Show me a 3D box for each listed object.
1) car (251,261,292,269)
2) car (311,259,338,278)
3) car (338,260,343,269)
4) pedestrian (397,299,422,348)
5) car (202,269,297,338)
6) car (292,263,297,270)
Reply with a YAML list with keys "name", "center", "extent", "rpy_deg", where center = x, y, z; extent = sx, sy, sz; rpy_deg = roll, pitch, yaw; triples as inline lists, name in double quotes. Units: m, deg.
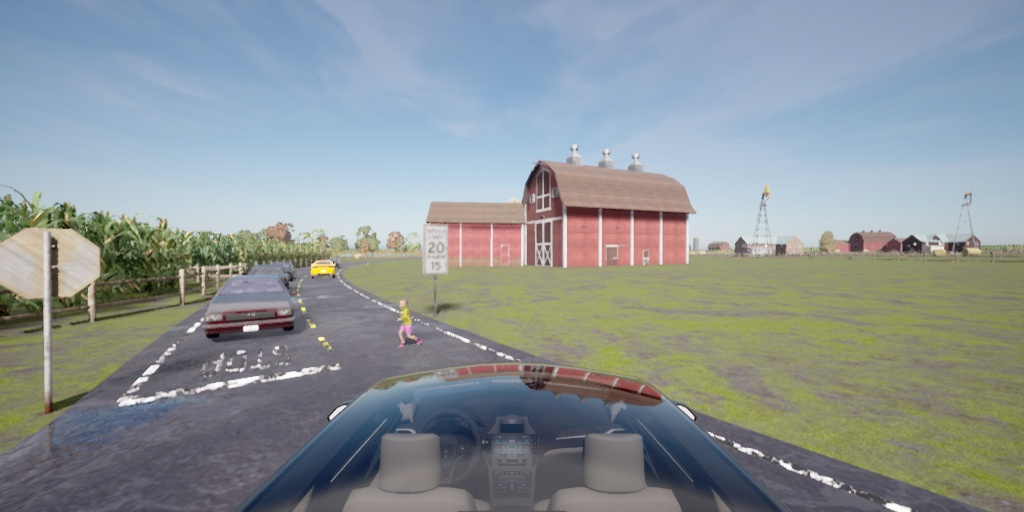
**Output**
- name: "car"
  center: [-13.003, 1.197, 19.120]
  extent: [1.882, 1.535, 5.008]
  rpy_deg: [0, 0, -31]
- name: "car"
  center: [-17.624, 1.159, 33.554]
  extent: [1.882, 1.535, 5.008]
  rpy_deg: [0, 0, -27]
- name: "car"
  center: [-25.398, 1.135, 50.989]
  extent: [1.812, 1.442, 4.674]
  rpy_deg: [0, 0, -22]
- name: "pedestrian"
  center: [-2.258, 1.410, 7.698]
  extent: [0.500, 1.100, 0.500]
  rpy_deg: [-1, 2, -35]
- name: "car"
  center: [-7.547, 1.282, 10.525]
  extent: [2.033, 1.411, 5.357]
  rpy_deg: [0, 0, -34]
- name: "car"
  center: [-18.113, 1.186, 28.154]
  extent: [2.128, 1.511, 4.902]
  rpy_deg: [0, 0, -28]
